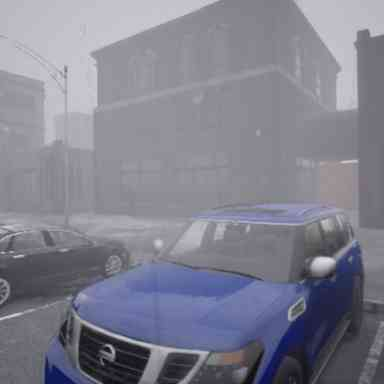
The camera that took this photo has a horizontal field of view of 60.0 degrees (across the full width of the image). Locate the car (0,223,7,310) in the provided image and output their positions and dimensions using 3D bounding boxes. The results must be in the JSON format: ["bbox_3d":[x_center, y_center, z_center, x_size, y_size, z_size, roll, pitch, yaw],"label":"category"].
[{"bbox_3d":[-3.614,1.495,7.915,2.231,1.521,4.892,0,0,35],"label":"car"}]

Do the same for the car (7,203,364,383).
[{"bbox_3d":[0.902,1.231,4.675,2.435,2.045,5.566,0,0,35],"label":"car"}]
